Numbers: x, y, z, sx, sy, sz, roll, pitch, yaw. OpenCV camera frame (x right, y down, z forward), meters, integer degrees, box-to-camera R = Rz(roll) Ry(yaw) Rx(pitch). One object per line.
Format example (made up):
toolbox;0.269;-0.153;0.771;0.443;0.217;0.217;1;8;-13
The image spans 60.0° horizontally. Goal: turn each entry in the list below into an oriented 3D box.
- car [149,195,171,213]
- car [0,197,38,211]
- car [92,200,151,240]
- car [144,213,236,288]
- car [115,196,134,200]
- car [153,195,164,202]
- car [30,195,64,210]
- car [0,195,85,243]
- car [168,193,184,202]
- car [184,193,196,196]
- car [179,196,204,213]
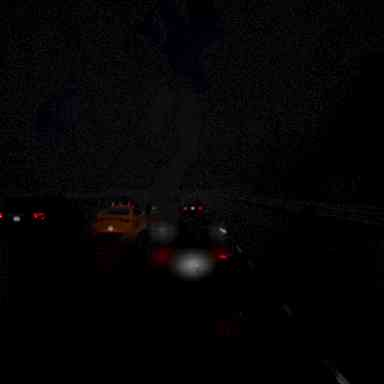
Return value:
car;-3.409;1.361;33.086;1.837;1.490;4.892;0;0;0
car;-20.945;1.367;40.439;2.128;1.511;4.902;0;0;1
car;-3.454;1.392;16.606;1.882;1.535;5.008;0;0;0
car;0.027;1.508;9.083;1.994;1.385;4.181;0;0;0
car;-6.904;1.211;34.544;2.097;1.767;4.553;0;0;0
car;-6.812;1.392;68.293;1.895;1.301;4.718;0;0;0
car;-17.449;1.221;40.231;2.097;1.767;4.553;0;0;1
car;-6.956;1.145;15.897;2.150;2.045;5.566;0;0;0
car;-3.311;1.349;68.250;1.994;1.385;4.181;0;0;0
car;0.130;1.303;46.583;1.882;1.535;5.008;0;0;0
car;0.084;1.404;30.073;2.033;1.411;5.357;0;0;0
